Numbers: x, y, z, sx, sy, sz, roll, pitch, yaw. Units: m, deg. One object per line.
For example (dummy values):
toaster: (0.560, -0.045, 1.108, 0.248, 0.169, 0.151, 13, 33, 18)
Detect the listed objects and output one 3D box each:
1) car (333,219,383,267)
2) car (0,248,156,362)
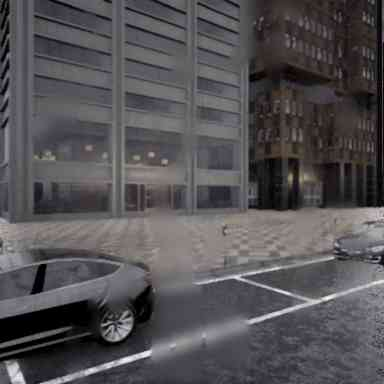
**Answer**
car: (6.593, 1.633, 11.351, 4.403, 1.369, 2.008, 0, -1, -35)
car: (-2.593, 1.570, 4.802, 4.313, 1.339, 1.947, 0, -1, -35)
